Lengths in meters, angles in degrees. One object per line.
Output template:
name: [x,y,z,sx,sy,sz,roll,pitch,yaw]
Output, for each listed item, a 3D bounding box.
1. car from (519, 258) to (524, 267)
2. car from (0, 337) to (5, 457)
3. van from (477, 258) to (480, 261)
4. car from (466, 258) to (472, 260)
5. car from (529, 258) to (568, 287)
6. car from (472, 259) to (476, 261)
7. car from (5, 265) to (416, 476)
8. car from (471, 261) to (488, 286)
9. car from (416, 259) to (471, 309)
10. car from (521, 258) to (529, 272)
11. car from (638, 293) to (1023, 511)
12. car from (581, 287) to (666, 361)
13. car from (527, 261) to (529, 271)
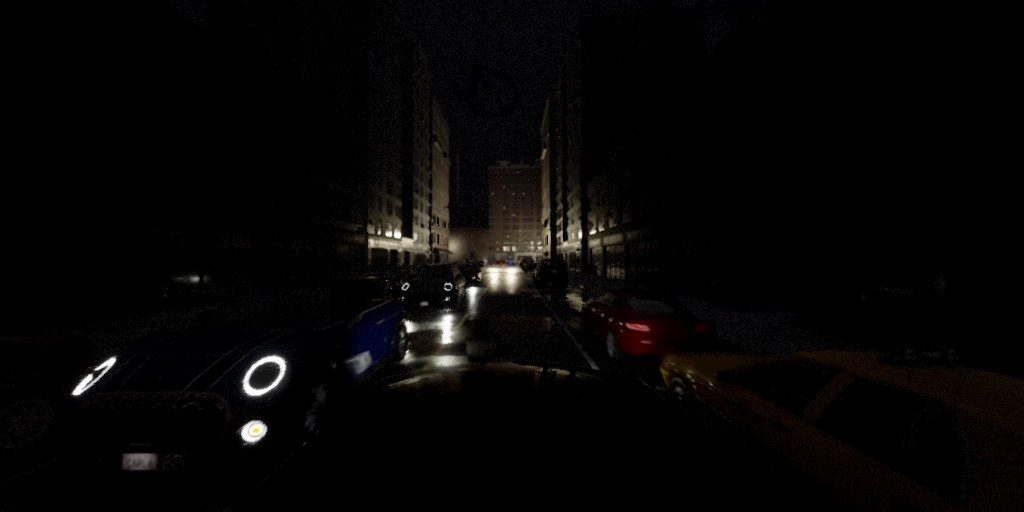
car: [2.448,1.406,51.765,2.007,1.370,4.403,0,0,0]
car: [-5.847,1.320,2.394,1.888,1.381,4.507,0,0,0]
van: [-6.077,1.232,51.729,1.690,1.789,3.998,0,0,0]
car: [-6.026,1.290,40.766,1.967,1.591,4.097,0,0,0]
car: [2.576,1.086,24.355,2.192,1.841,5.009,0,0,0]
car: [-6.051,1.395,46.076,1.751,1.417,4.829,0,0,0]
car: [-3.106,1.118,5.226,2.097,1.767,4.553,0,0,0]
car: [-3.154,1.347,26.197,2.033,1.411,5.357,0,0,0]
car: [-3.145,1.130,15.103,2.097,1.767,4.553,0,0,0]
car: [2.473,1.359,46.452,1.751,1.417,4.829,0,0,0]
car: [2.677,1.265,2.596,1.751,1.417,4.829,0,0,0]
car: [2.653,1.326,7.908,1.802,1.307,4.207,0,0,0]
car: [2.550,1.334,29.837,2.007,1.370,4.403,0,0,0]
